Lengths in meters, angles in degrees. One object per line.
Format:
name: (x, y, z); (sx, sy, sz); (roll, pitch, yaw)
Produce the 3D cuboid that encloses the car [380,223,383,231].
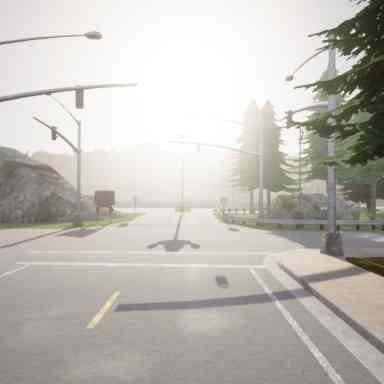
car: (15.001, 2.062, 21.056); (5.357, 1.411, 2.033); (0, -1, -2)
